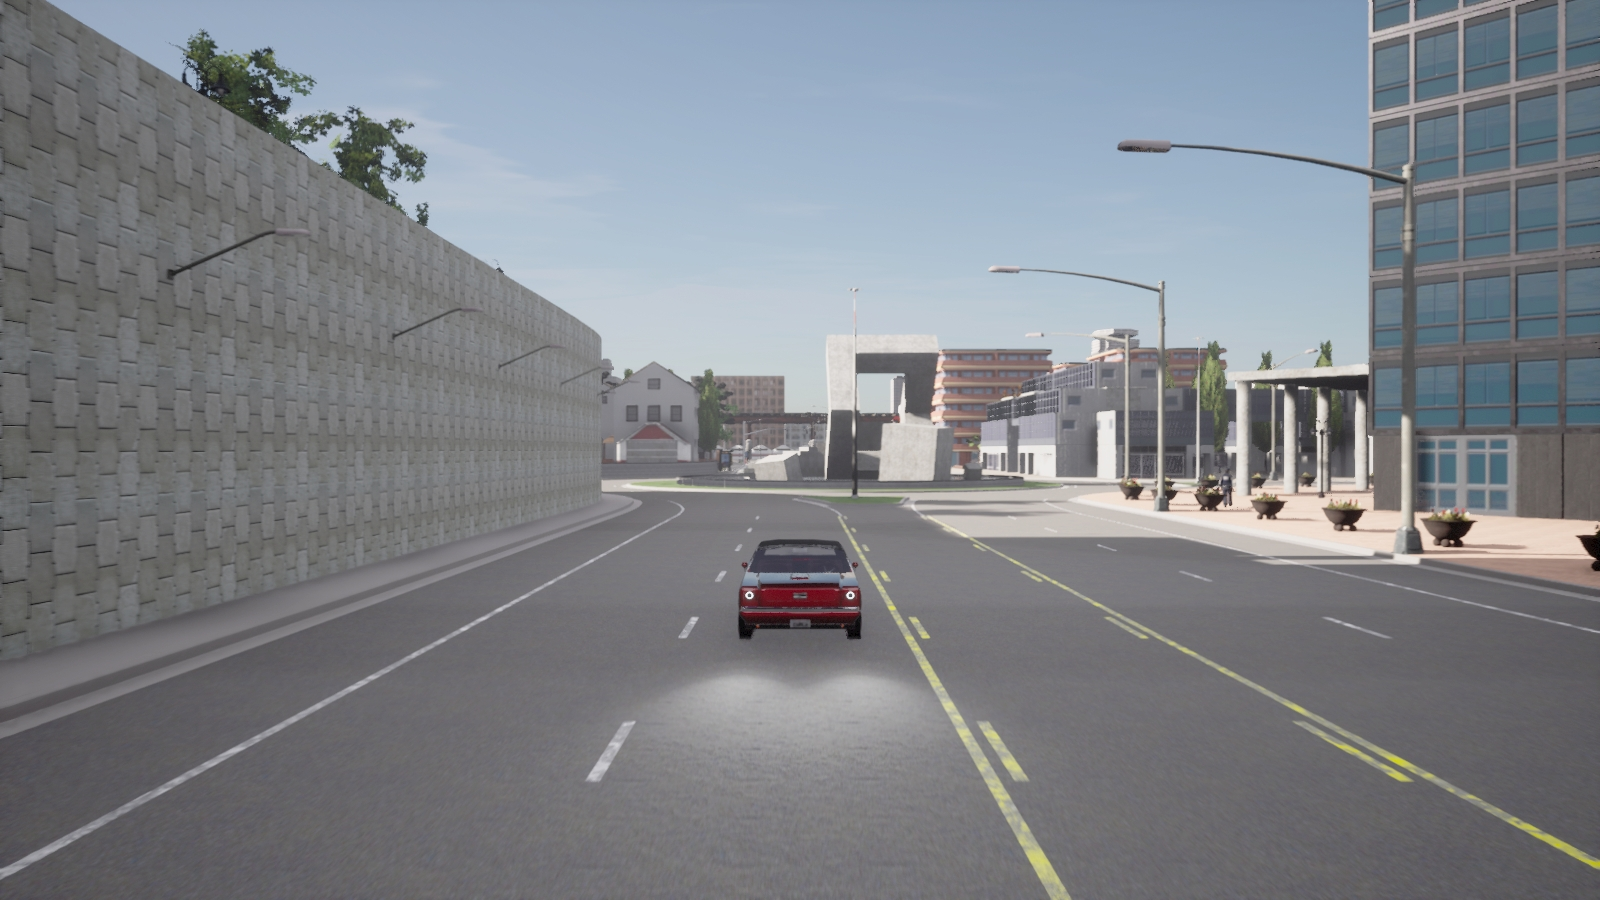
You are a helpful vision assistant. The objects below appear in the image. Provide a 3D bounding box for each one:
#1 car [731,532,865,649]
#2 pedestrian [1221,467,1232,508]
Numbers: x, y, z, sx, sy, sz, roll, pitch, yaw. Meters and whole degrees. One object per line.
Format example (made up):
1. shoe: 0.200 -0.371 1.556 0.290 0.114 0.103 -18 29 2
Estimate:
1. car: -0.032 2.155 18.478 1.895 1.301 4.718 0 0 0
2. pedestrian: 19.385 1.704 51.882 0.375 1.860 0.375 0 0 36
